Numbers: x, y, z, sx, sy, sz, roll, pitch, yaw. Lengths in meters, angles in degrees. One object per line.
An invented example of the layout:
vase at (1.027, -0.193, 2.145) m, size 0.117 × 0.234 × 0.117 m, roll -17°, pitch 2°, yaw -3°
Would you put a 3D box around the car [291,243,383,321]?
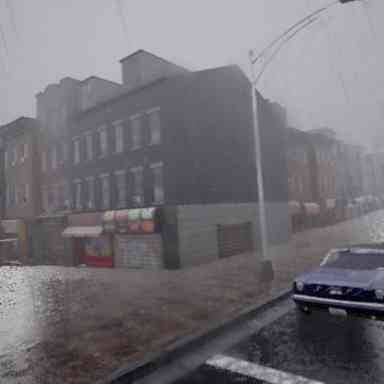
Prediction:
car at (4.114, 1.962, 7.919) m, size 1.895 × 1.301 × 4.718 m, roll -6°, pitch -5°, yaw 40°
